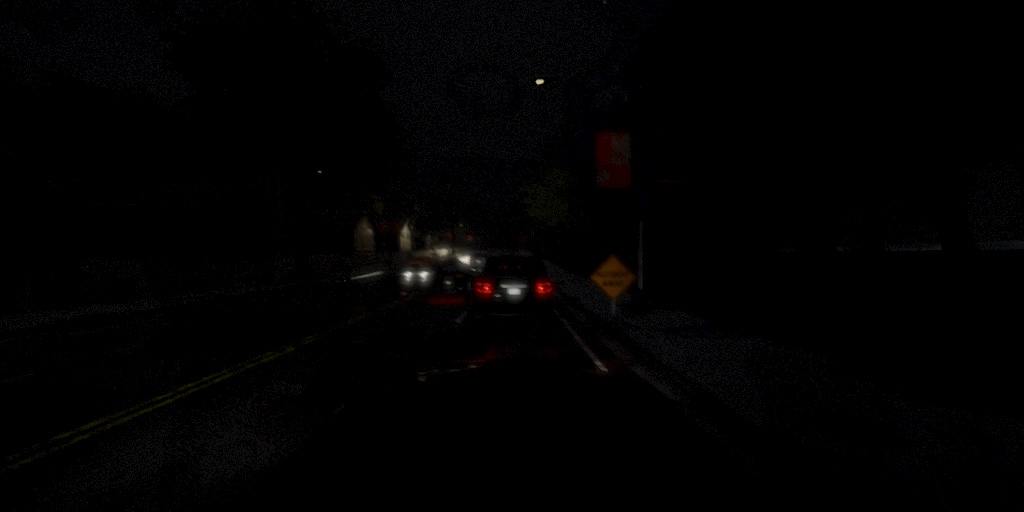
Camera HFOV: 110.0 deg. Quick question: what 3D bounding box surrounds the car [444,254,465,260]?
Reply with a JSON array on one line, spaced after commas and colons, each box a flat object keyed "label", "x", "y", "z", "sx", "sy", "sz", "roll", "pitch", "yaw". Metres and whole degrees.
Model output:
[{"label": "car", "x": -6.638, "y": 0.869, "z": 39.419, "sx": 2.033, "sy": 1.411, "sz": 5.357, "roll": 0, "pitch": 2, "yaw": 0}]

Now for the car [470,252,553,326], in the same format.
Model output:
[{"label": "car", "x": 0.059, "y": 0.988, "z": 11.859, "sx": 2.150, "sy": 2.045, "sz": 5.566, "roll": 0, "pitch": 1, "yaw": 0}]

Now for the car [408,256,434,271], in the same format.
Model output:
[{"label": "car", "x": -9.886, "y": 0.807, "z": 39.158, "sx": 1.882, "sy": 1.535, "sz": 5.008, "roll": 0, "pitch": 2, "yaw": 0}]

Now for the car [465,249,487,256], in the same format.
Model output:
[{"label": "car", "x": -3.190, "y": 0.593, "z": 37.568, "sx": 2.150, "sy": 2.045, "sz": 5.566, "roll": 0, "pitch": 1, "yaw": 0}]

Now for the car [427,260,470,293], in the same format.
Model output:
[{"label": "car", "x": -3.177, "y": 1.182, "z": 20.459, "sx": 1.882, "sy": 1.535, "sz": 5.008, "roll": 0, "pitch": 0, "yaw": 0}]

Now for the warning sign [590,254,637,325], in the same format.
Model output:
[{"label": "warning sign", "x": 2.843, "y": 0.887, "z": 9.988, "sx": 1.300, "sy": 1.860, "sz": 1.060, "roll": 0, "pitch": 0, "yaw": 0}]
